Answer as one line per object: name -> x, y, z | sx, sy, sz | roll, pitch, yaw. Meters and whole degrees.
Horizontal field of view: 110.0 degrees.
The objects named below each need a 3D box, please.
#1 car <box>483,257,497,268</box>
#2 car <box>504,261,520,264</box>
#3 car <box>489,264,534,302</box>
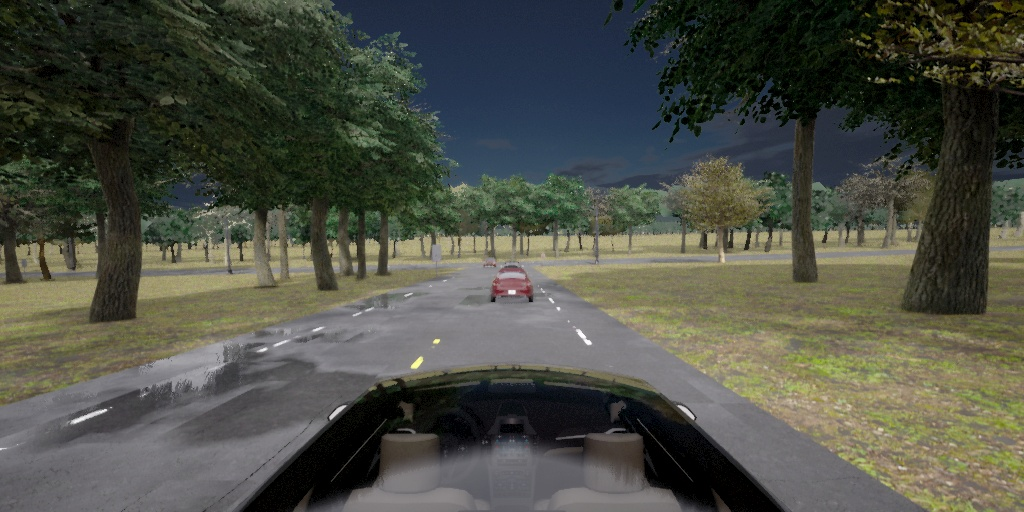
car -> -3.499, 1.008, 57.611 | 2.097, 1.767, 4.553 | 0, 0, 0
car -> 0.001, 1.203, 31.544 | 1.837, 1.490, 4.892 | 0, 0, 0
car -> 0.001, 1.258, 16.523 | 1.812, 1.442, 4.674 | 0, 0, 0
